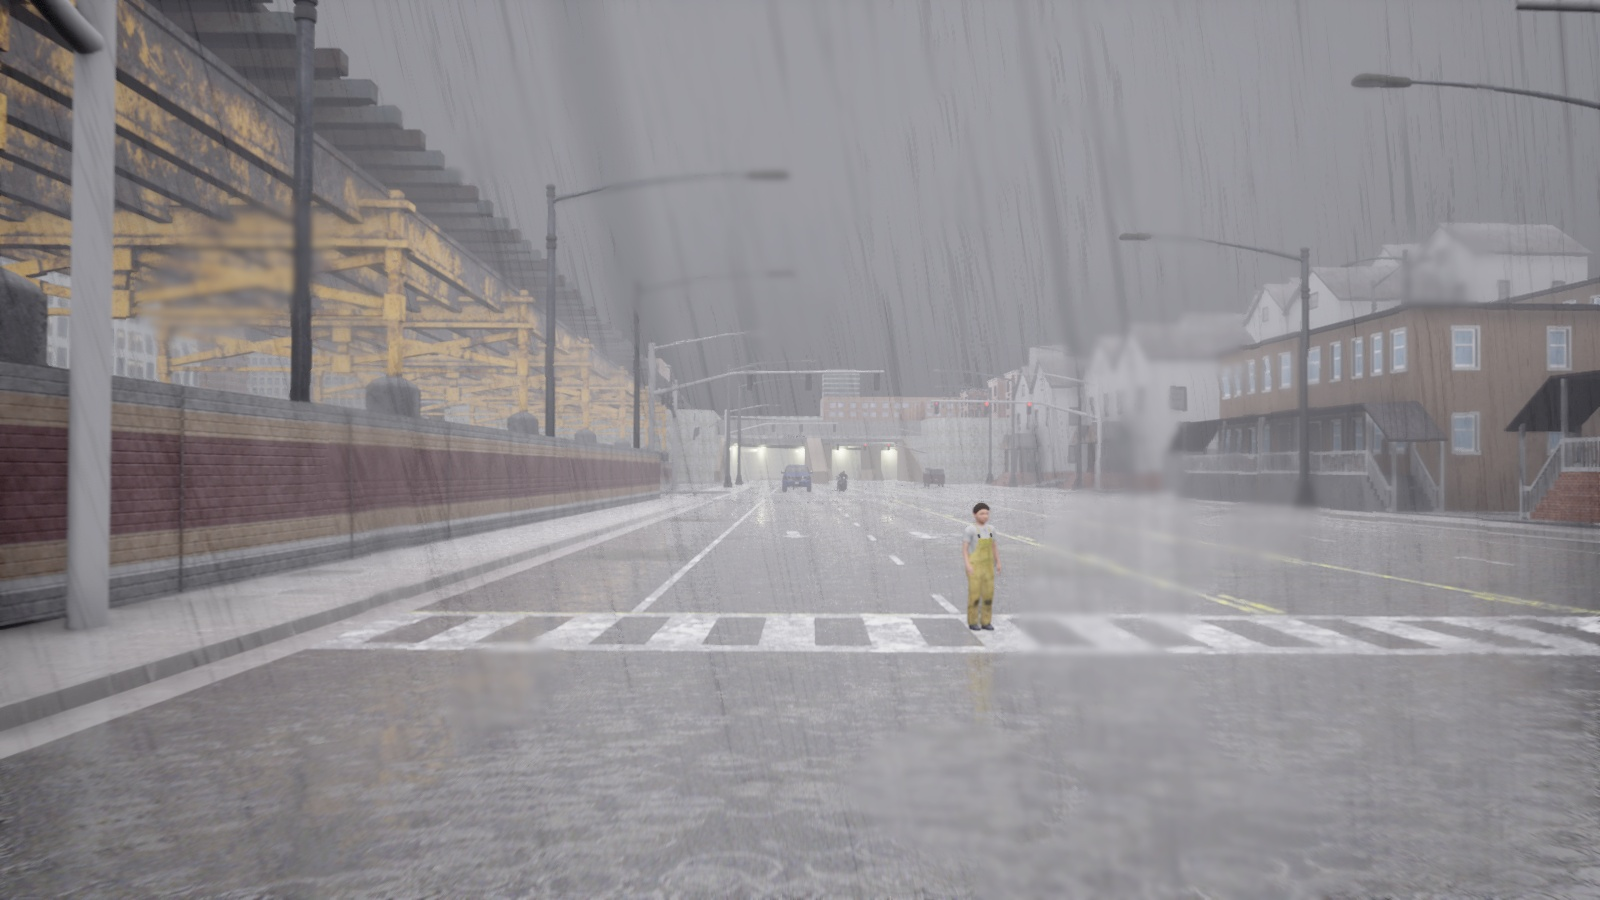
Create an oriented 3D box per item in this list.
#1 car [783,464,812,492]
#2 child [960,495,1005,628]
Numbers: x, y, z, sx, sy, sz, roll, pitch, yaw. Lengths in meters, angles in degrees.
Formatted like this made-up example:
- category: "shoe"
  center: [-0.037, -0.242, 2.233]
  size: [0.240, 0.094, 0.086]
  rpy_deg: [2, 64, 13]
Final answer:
- category: "car"
  center: [-0.214, 2.139, 95.857]
  size: [2.150, 2.045, 5.566]
  rpy_deg: [0, -1, 0]
- category: "child"
  center: [1.788, 1.079, 12.317]
  size: [0.270, 1.263, 0.437]
  rpy_deg: [0, -1, -18]
